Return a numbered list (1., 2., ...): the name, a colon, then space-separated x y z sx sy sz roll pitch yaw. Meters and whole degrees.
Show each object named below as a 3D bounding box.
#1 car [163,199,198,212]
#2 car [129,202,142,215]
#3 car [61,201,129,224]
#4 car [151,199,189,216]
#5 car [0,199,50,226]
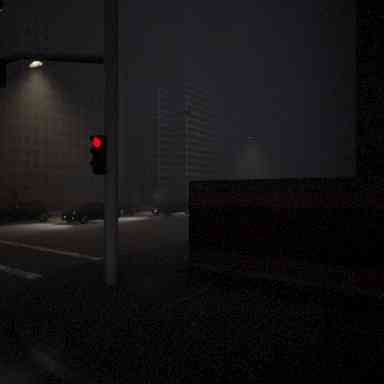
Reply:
1. car: -1.359 1.564 39.496 1.994 1.385 4.181 0 0 36
2. car: -7.159 1.547 31.503 2.033 1.411 5.357 0 0 36
3. car: -7.437 1.505 25.146 1.837 1.490 4.892 0 0 36
4. car: -1.936 1.491 32.742 2.128 1.511 4.902 0 0 36
5. car: -12.699 1.352 23.818 2.097 1.767 4.553 0 0 36
